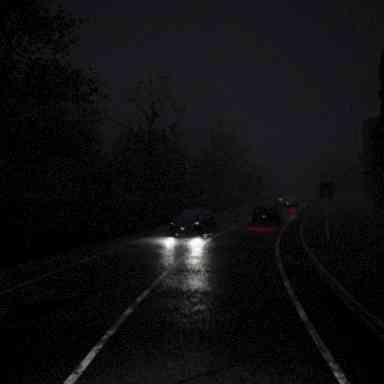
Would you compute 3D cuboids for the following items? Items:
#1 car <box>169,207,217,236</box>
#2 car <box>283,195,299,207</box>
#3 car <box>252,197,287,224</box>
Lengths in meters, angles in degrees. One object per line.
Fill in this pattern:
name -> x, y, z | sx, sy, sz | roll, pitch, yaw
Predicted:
car -> 0.208, 1.646, 19.705 | 1.812, 1.442, 4.674 | -1, 0, 18
car -> 12.138, 1.047, 41.437 | 1.812, 1.442, 4.674 | -2, 1, 21
car -> 5.692, 1.438, 24.815 | 1.882, 1.535, 5.008 | -2, 1, 20
